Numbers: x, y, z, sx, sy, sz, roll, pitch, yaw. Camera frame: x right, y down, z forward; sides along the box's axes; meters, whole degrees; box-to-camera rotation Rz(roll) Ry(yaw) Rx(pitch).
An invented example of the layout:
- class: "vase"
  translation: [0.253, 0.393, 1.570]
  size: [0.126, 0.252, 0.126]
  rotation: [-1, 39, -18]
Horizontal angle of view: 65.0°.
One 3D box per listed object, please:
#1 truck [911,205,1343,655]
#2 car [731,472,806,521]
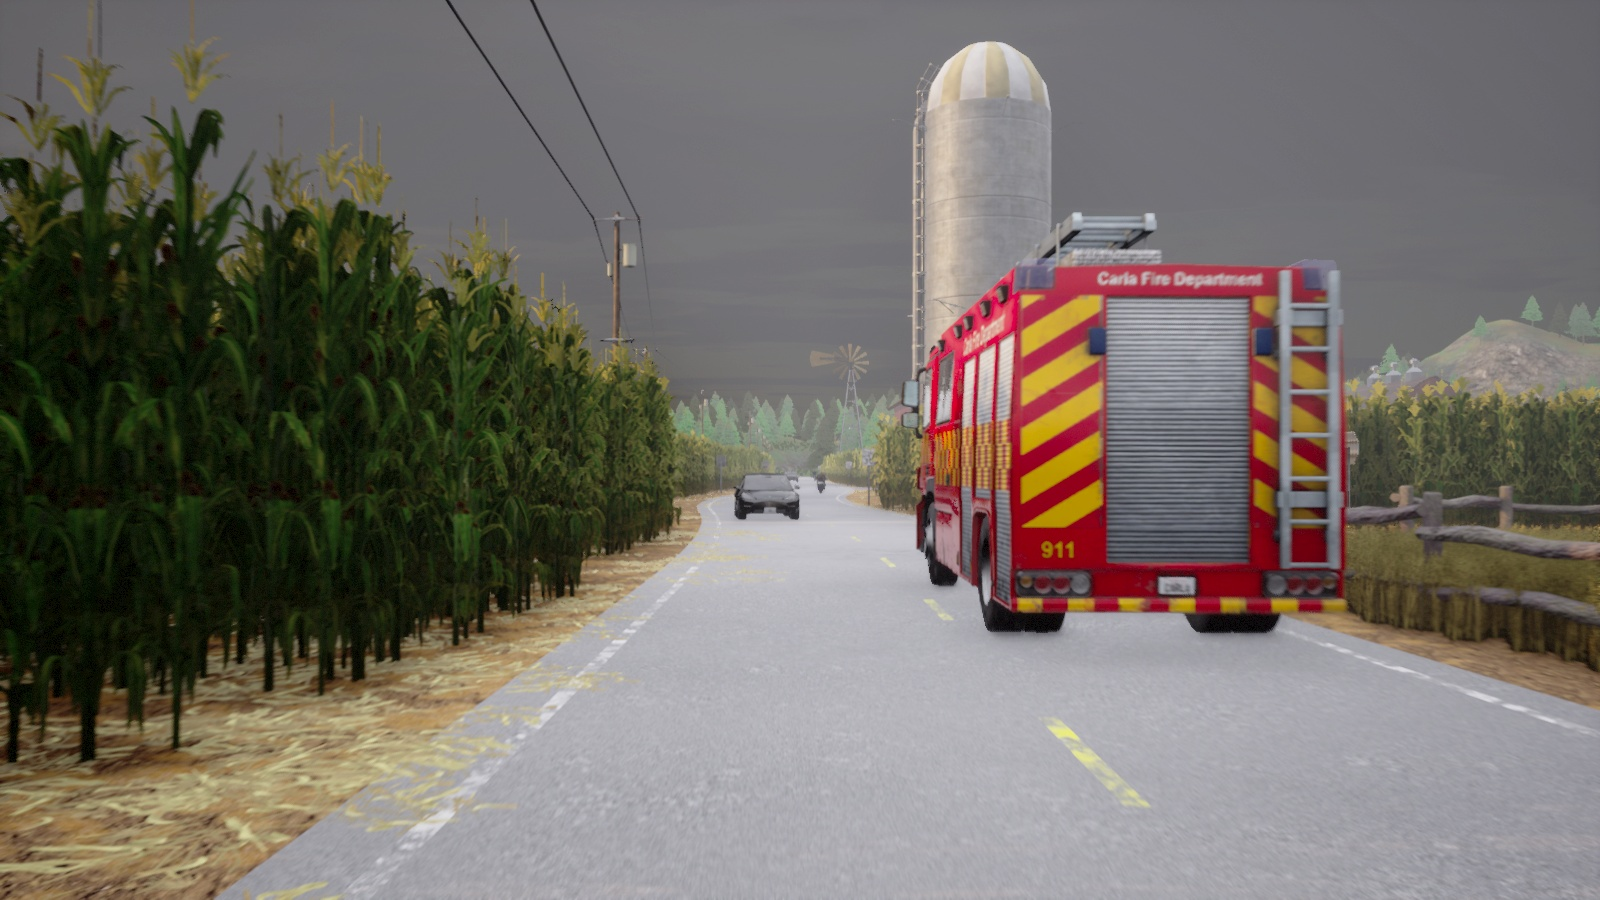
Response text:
- class: "truck"
  translation: [3.158, -0.119, 14.945]
  size: [2.891, 3.827, 8.468]
  rotation: [0, -1, 0]
- class: "car"
  translation: [-1.110, 1.487, 41.206]
  size: [2.163, 1.488, 4.792]
  rotation: [0, -1, -5]
